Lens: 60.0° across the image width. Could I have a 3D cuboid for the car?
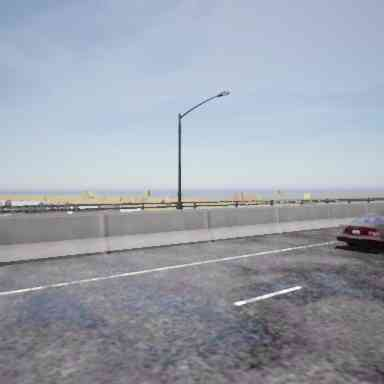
[{"bbox_3d":[8.269,1.561,14.067,5.357,1.411,2.033,0,0,-35],"label":"car"}]
